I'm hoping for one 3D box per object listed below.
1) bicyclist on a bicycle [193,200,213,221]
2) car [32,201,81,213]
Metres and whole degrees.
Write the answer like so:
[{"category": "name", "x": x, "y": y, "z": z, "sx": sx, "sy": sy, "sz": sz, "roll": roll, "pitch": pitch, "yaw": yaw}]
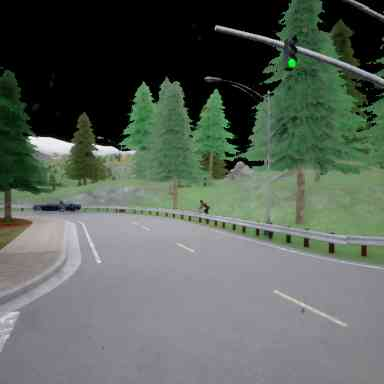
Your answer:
[{"category": "bicyclist on a bicycle", "x": 0.876, "y": 1.432, "z": 25.515, "sx": 1.656, "sy": 1.620, "sz": 0.582, "roll": -1, "pitch": 2, "yaw": -20}, {"category": "car", "x": -14.434, "y": 1.560, "z": 35.420, "sx": 4.718, "sy": 1.301, "sz": 1.895, "roll": 0, "pitch": 0, "yaw": 12}]
